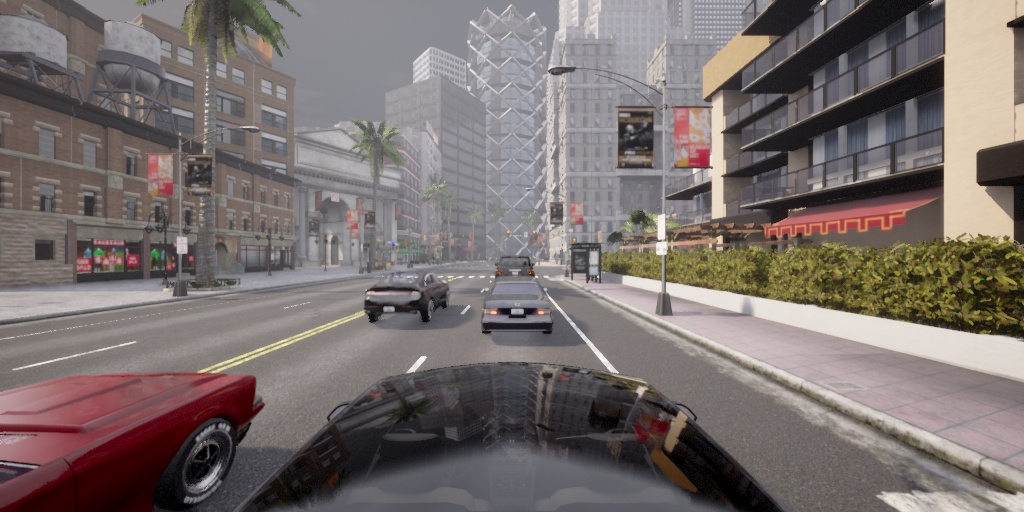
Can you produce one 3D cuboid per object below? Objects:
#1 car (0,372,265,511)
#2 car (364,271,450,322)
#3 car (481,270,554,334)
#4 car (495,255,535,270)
[{"bbox_3d":[-3.352,1.351,1.375,1.895,1.301,4.718,0,0,-1],"label":"car"},{"bbox_3d":[-3.359,1.242,12.269,2.128,1.511,4.902,0,0,0],"label":"car"},{"bbox_3d":[0.129,1.297,10.579,2.033,1.411,5.357,0,0,0],"label":"car"},{"bbox_3d":[0.166,0.971,20.830,2.150,2.045,5.566,0,0,0],"label":"car"}]
